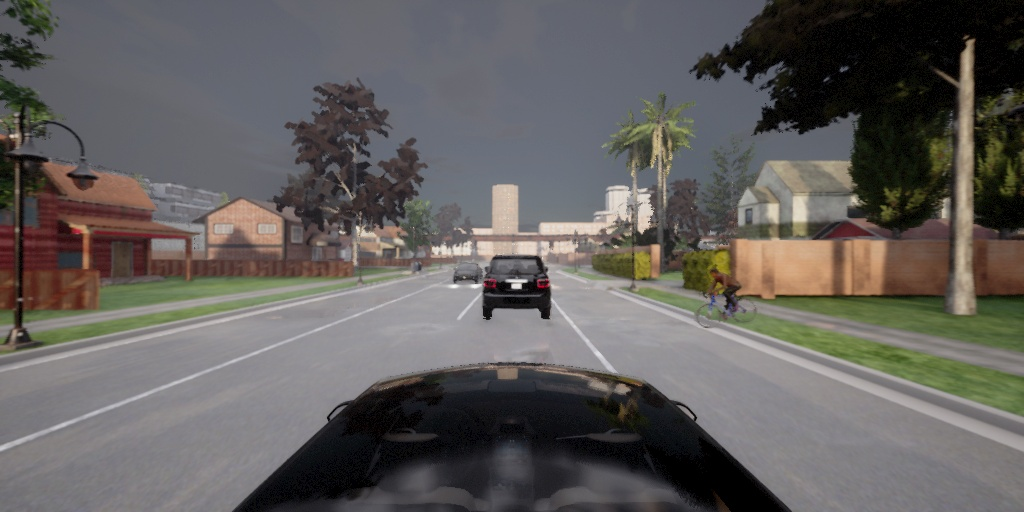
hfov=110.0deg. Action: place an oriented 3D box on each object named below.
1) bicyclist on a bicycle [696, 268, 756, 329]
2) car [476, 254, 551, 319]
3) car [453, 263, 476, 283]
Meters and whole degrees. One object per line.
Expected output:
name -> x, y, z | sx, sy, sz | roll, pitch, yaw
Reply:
bicyclist on a bicycle -> 5.757, 1.111, 9.752 | 1.656, 1.620, 0.582 | -9, 0, 0
car -> 0.165, 0.965, 13.004 | 2.150, 2.045, 5.566 | 0, 0, 1
car -> -3.361, 1.276, 27.805 | 1.837, 1.490, 4.892 | 0, 0, 0
